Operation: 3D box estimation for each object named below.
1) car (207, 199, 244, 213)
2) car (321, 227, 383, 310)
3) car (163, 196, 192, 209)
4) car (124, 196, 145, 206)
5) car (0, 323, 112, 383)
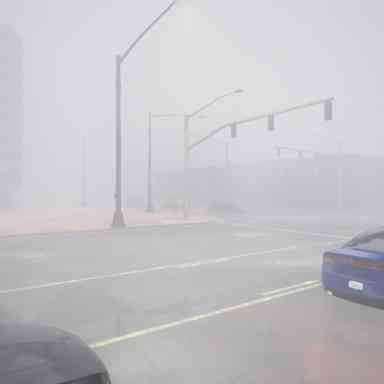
[{"bbox_3d":[3.602,1.491,36.379,2.128,1.511,4.902,0,0,-35],"label":"car"},{"bbox_3d":[4.890,1.478,7.235,5.008,1.535,1.882,0,0,-35],"label":"car"},{"bbox_3d":[-1.994,1.352,44.219,2.097,1.767,4.553,0,0,-35],"label":"car"},{"bbox_3d":[-9.520,1.492,54.783,2.128,1.511,4.902,0,0,-36],"label":"car"},{"bbox_3d":[-2.842,1.505,1.727,4.892,1.490,1.837,0,0,-35],"label":"car"}]
